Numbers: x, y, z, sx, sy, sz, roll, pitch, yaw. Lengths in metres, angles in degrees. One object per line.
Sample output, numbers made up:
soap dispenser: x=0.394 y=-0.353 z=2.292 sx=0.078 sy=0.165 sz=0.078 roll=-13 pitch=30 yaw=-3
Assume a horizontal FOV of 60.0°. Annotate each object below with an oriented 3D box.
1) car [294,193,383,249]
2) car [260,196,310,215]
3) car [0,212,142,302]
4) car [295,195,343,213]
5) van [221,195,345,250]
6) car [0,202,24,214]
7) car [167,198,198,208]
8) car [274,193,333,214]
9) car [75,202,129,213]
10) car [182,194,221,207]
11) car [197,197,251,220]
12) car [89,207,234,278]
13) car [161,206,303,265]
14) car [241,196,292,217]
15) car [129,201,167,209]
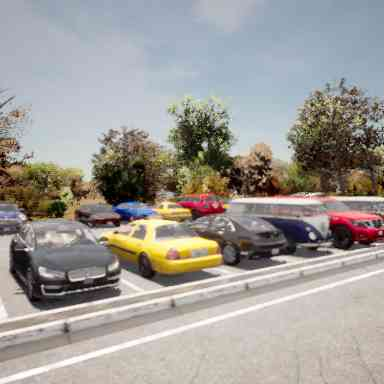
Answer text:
car: x=5.651 y=1.222 z=15.026 sx=2.435 sy=2.045 sz=5.566 roll=0 pitch=0 yaw=-35
car: x=9.355 y=1.295 z=33.712 sx=2.185 sy=1.767 sz=4.553 roll=0 pitch=0 yaw=-35
car: x=-3.468 y=1.515 z=8.642 sx=2.231 sy=1.521 sz=4.892 roll=0 pitch=0 yaw=-35
car: x=14.047 y=1.273 z=36.942 sx=2.185 sy=1.767 sz=4.553 roll=0 pitch=0 yaw=-35
van: x=3.427 y=1.258 z=13.351 sx=1.878 sy=1.987 sz=4.442 roll=0 pitch=0 yaw=-35
car: x=-11.030 y=1.388 z=19.345 sx=2.185 sy=1.767 sz=4.553 roll=0 pitch=0 yaw=-35
car: x=-2.115 y=1.471 z=25.817 sx=1.946 sy=1.575 sz=5.366 roll=0 pitch=0 yaw=-35
car: x=11.735 y=1.158 z=35.386 sx=2.435 sy=2.045 sz=5.566 roll=0 pitch=0 yaw=-35
car: x=-6.442 y=1.524 z=22.504 sx=2.163 sy=1.488 sz=4.792 roll=0 pitch=0 yaw=-35
car: x=0.251 y=1.212 z=27.292 sx=2.435 sy=2.045 sz=5.566 roll=0 pitch=0 yaw=-35
car: x=2.664 y=1.327 z=28.920 sx=2.185 sy=1.767 sz=4.553 roll=0 pitch=0 yaw=-35
car: x=-1.297 y=1.501 z=10.391 sx=1.946 sy=1.575 sz=5.366 roll=0 pitch=0 yaw=-35
car: x=1.089 y=1.496 z=11.838 sx=2.231 sy=1.521 sz=4.892 roll=0 pitch=0 yaw=-35
car: x=7.079 y=1.306 z=32.108 sx=2.185 sy=1.767 sz=4.553 roll=0 pitch=0 yaw=-35
car: x=-4.185 y=1.484 z=24.138 sx=2.097 sy=1.535 sz=5.008 roll=0 pitch=0 yaw=-35
